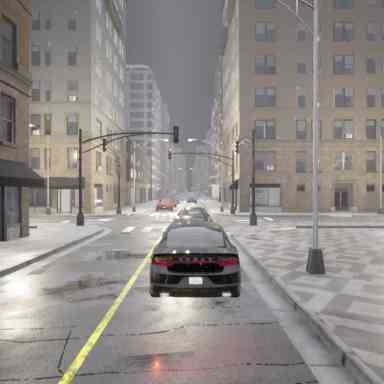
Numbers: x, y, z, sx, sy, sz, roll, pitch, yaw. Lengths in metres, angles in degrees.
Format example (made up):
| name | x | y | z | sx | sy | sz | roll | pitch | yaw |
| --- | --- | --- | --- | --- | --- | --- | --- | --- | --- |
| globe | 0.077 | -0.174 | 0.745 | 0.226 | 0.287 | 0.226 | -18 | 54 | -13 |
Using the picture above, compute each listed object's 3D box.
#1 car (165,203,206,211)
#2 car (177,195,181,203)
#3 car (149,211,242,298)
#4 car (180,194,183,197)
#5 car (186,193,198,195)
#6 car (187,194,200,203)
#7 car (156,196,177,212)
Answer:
| name | x | y | z | sx | sy | sz | roll | pitch | yaw |
| --- | --- | --- | --- | --- | --- | --- | --- | --- | --- |
| car | 0.081 | 1.546 | 18.392 | 2.033 | 1.411 | 5.357 | 0 | 0 | 6 |
| car | -3.139 | 1.543 | 49.492 | 2.033 | 1.411 | 5.357 | 0 | 0 | 0 |
| car | 0.063 | 1.477 | 8.582 | 1.882 | 1.535 | 5.008 | 0 | 0 | 0 |
| car | -3.155 | 1.500 | 59.667 | 1.837 | 1.490 | 4.892 | 0 | 0 | 0 |
| car | -0.130 | 1.520 | 80.893 | 1.812 | 1.442 | 4.674 | 0 | 0 | 0 |
| car | -0.007 | 1.596 | 66.105 | 1.895 | 1.301 | 4.718 | 0 | 0 | -1 |
| car | -3.156 | 1.474 | 39.761 | 1.882 | 1.535 | 5.008 | 0 | 0 | -1 |
